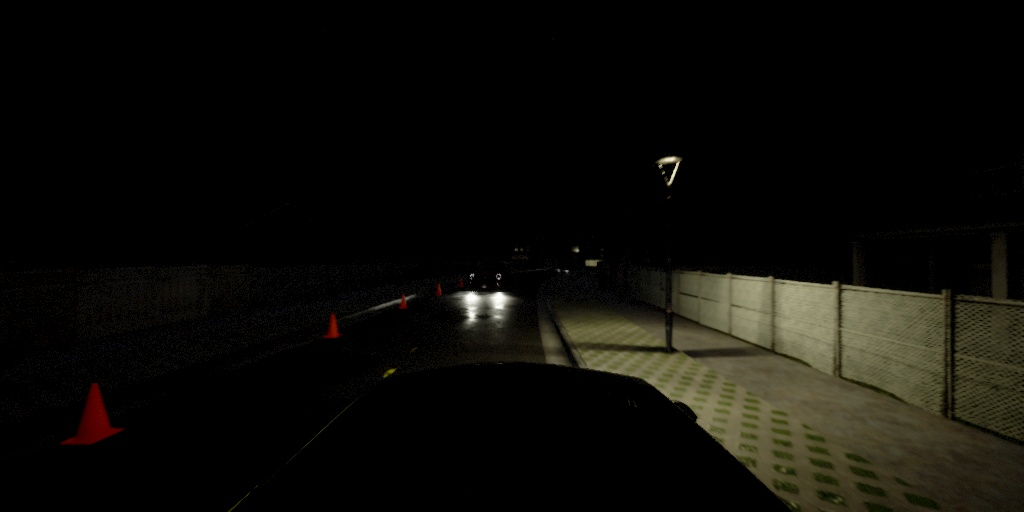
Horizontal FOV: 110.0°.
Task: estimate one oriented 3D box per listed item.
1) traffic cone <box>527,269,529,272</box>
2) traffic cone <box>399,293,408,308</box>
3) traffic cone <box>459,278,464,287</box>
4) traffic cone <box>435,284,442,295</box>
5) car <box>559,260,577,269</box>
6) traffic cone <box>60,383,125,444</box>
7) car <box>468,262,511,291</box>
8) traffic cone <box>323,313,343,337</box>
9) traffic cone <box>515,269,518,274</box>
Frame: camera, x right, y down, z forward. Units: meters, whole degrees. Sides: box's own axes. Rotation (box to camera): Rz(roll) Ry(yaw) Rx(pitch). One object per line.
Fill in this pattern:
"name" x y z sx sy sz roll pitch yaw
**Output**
"traffic cone" 2.207 1.901 49.082 0.340 0.580 0.340 0 0 21
"traffic cone" -4.265 1.741 14.080 0.340 0.580 0.340 0 0 3
"traffic cone" -3.423 1.782 24.162 0.340 0.580 0.340 0 0 6
"traffic cone" -3.904 1.761 19.126 0.340 0.580 0.340 0 0 5
"car" 9.756 1.440 62.446 1.837 1.490 4.892 0 0 30
"traffic cone" -4.627 1.705 3.970 0.340 0.580 0.340 0 0 1
"car" -1.337 1.174 22.526 2.097 1.767 4.553 0 0 6
"traffic cone" -4.506 1.722 9.027 0.340 0.580 0.340 0 0 2
"traffic cone" 0.536 1.875 44.225 0.340 0.580 0.340 0 0 17
